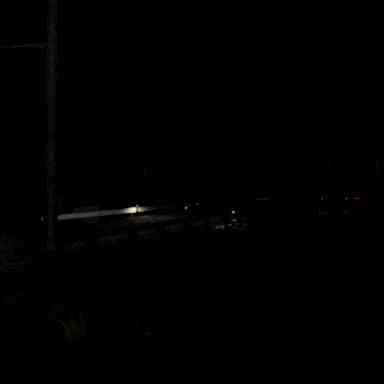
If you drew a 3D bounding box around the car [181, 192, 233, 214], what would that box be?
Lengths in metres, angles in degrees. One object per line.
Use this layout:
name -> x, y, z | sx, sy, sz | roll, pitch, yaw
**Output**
car -> 1.188, 0.784, 25.570 | 2.128, 1.511, 4.902 | 1, 3, 41
